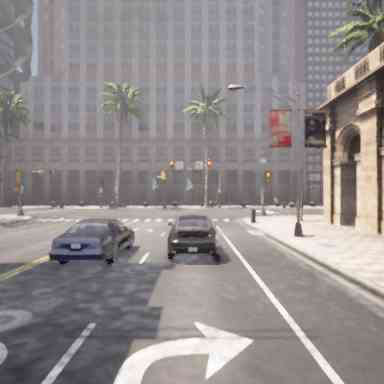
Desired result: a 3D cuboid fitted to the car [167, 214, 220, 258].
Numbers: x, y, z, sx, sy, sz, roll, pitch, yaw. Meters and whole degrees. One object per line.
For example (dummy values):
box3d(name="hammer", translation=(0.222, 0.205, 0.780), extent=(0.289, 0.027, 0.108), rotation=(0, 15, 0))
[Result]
box3d(name="car", translation=(0.054, 1.661, 13.423), extent=(1.837, 1.490, 4.892), rotation=(0, 0, 1))

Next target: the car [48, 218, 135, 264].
box3d(name="car", translation=(-3.459, 1.690, 12.446), extent=(2.033, 1.411, 5.357), rotation=(0, -1, 0))
